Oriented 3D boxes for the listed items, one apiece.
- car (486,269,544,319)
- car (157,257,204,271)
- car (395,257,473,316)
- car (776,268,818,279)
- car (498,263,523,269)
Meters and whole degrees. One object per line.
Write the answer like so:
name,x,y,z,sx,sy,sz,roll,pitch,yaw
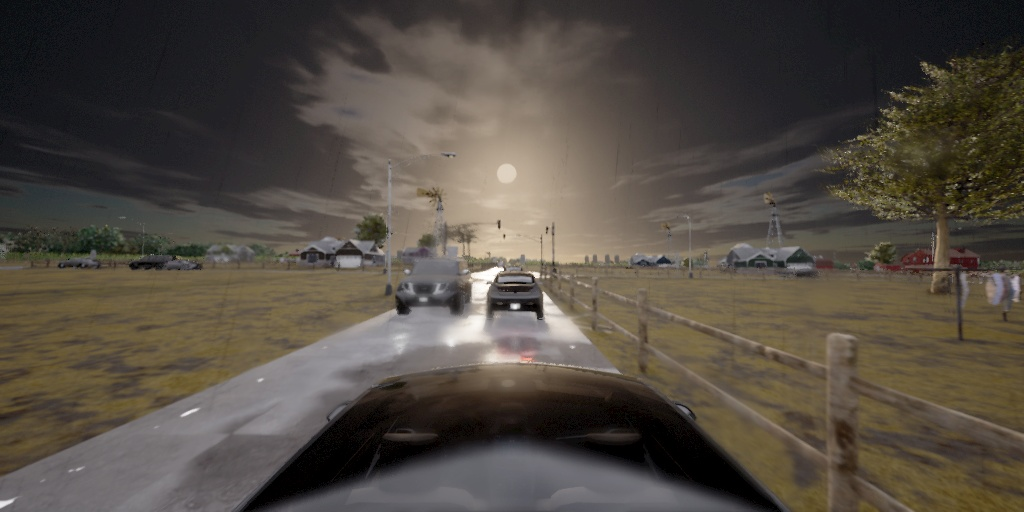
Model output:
car,0.099,1.335,13.136,1.837,1.490,4.892,0,-2,0
car,-42.539,1.223,46.423,4.181,1.385,1.994,0,-2,1
car,-2.848,1.067,14.311,2.150,2.045,5.566,0,0,0
car,39.587,2.380,49.876,5.008,1.535,1.882,1,-2,1
car,0.098,1.475,27.116,1.837,1.490,4.892,0,-2,0
